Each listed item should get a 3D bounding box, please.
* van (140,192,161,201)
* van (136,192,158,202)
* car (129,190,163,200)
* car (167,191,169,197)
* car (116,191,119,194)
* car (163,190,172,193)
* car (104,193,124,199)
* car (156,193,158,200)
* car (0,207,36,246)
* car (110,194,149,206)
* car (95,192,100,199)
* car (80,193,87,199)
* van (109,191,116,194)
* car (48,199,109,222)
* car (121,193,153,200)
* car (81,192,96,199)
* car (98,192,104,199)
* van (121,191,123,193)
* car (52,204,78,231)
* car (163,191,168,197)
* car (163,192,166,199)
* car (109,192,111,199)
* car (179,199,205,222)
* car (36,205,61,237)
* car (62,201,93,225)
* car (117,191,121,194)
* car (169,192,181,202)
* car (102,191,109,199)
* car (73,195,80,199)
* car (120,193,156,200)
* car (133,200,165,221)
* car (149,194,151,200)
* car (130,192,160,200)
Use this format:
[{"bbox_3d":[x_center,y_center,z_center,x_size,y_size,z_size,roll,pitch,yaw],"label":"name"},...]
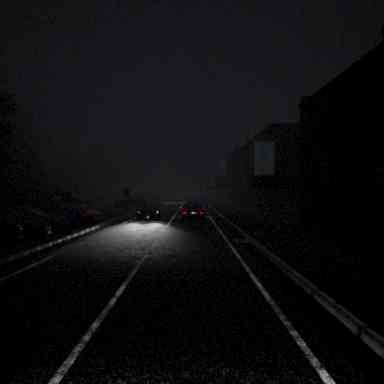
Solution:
[{"bbox_3d":[-9.394,1.089,75.807,4.442,1.987,1.878,0,0,0],"label":"van"},{"bbox_3d":[-9.426,1.101,70.276,4.442,1.987,1.878,0,0,0],"label":"van"},{"bbox_3d":[-9.297,1.079,67.450,5.566,2.045,2.435,0,0,0],"label":"car"},{"bbox_3d":[-9.199,1.117,90.076,4.674,1.452,2.002,0,1,0],"label":"car"},{"bbox_3d":[-21.832,1.213,84.443,4.792,1.488,2.163,0,1,0],"label":"car"},{"bbox_3d":[-9.208,0.772,92.895,5.566,2.045,2.435,0,1,0],"label":"car"},{"bbox_3d":[-21.756,1.023,92.910,4.892,1.521,2.231,0,1,0],"label":"car"},{"bbox_3d":[-9.353,1.338,61.800,5.008,1.535,2.097,0,0,0],"label":"car"},{"bbox_3d":[-9.339,1.531,13.386,4.892,1.521,2.231,0,0,0],"label":"car"},{"bbox_3d":[-9.452,1.383,50.496,4.792,1.488,2.163,0,0,0],"label":"car"},{"bbox_3d":[-21.874,1.358,67.354,4.792,1.488,2.163,0,0,0],"label":"car"},{"bbox_3d":[-21.949,1.340,58.884,5.008,1.535,2.097,0,0,0],"label":"car"},{"bbox_3d":[-21.699,1.011,81.612,4.442,1.987,1.878,0,1,0],"label":"van"},{"bbox_3d":[-9.126,1.532,24.518,5.366,1.575,1.946,0,0,0],"label":"car"},{"bbox_3d":[-9.393,1.386,56.148,4.674,1.452,2.002,0,0,0],"label":"car"},{"bbox_3d":[-21.926,1.333,64.656,4.892,1.521,2.231,0,0,0],"label":"car"},{"bbox_3d":[-21.857,1.354,70.178,4.792,1.488,2.163,0,0,0],"label":"car"},{"bbox_3d":[-21.884,0.850,90.083,4.442,1.987,1.878,0,1,0],"label":"van"},{"bbox_3d":[-9.331,1.572,18.953,4.674,1.452,2.002,0,0,0],"label":"car"},{"bbox_3d":[-9.223,1.184,84.425,5.008,1.535,2.097,0,1,0],"label":"car"},{"bbox_3d":[-9.263,1.326,78.766,4.674,1.452,2.002,0,1,0],"label":"car"},{"bbox_3d":[-21.848,1.313,75.837,5.008,1.535,2.097,0,0,0],"label":"car"},{"bbox_3d":[0.088,1.547,26.291,2.033,1.411,5.357,0,0,0],"label":"car"},{"bbox_3d":[-9.308,1.560,16.169,4.792,1.488,2.163,0,0,0],"label":"car"},{"bbox_3d":[-9.349,1.563,21.736,4.792,1.488,2.163,0,0,0],"label":"car"},{"bbox_3d":[-21.753,1.006,87.137,4.553,1.767,2.185,0,1,0],"label":"car"},{"bbox_3d":[-3.236,1.321,69.695,1.882,1.535,5.008,0,0,0],"label":"car"},{"bbox_3d":[-21.842,1.070,73.001,5.566,2.045,2.435,0,0,0],"label":"car"},{"bbox_3d":[-21.938,1.218,56.184,4.553,1.767,2.185,0,0,0],"label":"car"},{"bbox_3d":[-9.560,1.339,58.974,5.366,1.575,1.946,0,0,0],"label":"car"},{"bbox_3d":[-3.361,1.600,27.535,1.895,1.301,4.718,0,0,0],"label":"car"},{"bbox_3d":[-9.409,1.390,53.322,4.674,1.452,2.002,0,0,0],"label":"car"},{"bbox_3d":[-9.347,1.334,64.624,5.008,1.535,2.097,0,0,0],"label":"car"}]
